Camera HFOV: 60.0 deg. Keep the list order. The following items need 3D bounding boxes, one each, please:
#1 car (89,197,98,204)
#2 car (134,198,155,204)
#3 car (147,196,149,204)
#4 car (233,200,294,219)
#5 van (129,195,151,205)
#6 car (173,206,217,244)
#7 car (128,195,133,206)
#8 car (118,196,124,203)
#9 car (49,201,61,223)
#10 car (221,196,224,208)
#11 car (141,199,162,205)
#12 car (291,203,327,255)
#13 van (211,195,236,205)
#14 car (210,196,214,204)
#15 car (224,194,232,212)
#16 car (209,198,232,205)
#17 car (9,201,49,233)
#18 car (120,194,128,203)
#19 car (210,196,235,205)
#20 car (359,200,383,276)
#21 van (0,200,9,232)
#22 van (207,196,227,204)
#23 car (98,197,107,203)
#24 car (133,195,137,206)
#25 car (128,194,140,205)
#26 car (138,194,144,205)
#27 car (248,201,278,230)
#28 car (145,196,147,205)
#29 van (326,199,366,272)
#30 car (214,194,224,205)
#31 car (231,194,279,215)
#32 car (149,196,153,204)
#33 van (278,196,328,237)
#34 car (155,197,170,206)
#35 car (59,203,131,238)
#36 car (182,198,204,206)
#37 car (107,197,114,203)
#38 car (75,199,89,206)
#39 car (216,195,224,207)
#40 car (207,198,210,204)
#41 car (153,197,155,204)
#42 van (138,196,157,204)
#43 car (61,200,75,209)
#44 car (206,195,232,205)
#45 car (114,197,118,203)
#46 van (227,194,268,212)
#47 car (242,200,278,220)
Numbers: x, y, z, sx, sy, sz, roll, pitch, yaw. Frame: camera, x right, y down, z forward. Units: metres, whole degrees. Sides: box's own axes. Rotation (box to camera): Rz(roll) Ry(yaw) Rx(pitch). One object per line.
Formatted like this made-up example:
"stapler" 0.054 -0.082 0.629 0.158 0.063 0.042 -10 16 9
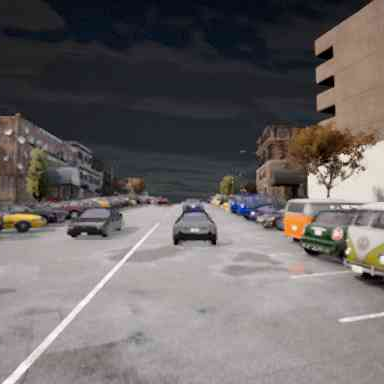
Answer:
"car" -11.385 1.511 30.225 4.892 1.521 2.231 -1 0 -20
"car" -11.463 2.240 80.103 4.674 1.452 2.002 0 -2 -20
"car" -11.481 1.698 65.442 4.553 1.767 2.185 0 -1 -20
"car" 6.401 1.527 29.730 4.892 1.521 2.231 1 0 -20
"van" -11.598 1.807 74.198 4.442 1.987 1.878 0 -1 -20
"car" 0.128 1.580 16.028 1.994 1.385 4.181 0 0 0
"car" -11.486 1.569 47.833 5.008 1.535 2.097 -1 0 -20
"car" -11.472 1.573 41.970 4.674 1.452 2.002 -1 0 -20
"car" -11.314 1.499 21.418 5.008 1.535 2.097 -1 0 -21
"car" 6.207 1.526 35.663 5.366 1.575 1.946 1 0 -20
"car" -11.521 2.857 94.657 5.366 1.575 1.946 0 -4 -19
"car" 6.168 1.384 11.670 4.553 1.767 2.185 1 0 -19
"van" 6.198 1.597 65.617 4.442 1.987 1.878 1 -1 -20
"car" 6.133 1.628 53.624 5.366 1.575 1.946 1 -1 -20
"car" 6.426 1.277 32.745 5.566 2.045 2.435 1 0 -20
"car" 6.357 2.066 74.645 4.792 1.488 2.163 1 -2 -20
"car" -11.099 1.490 18.548 5.366 1.575 1.946 -1 0 -21
"car" -11.453 1.423 44.903 4.553 1.767 2.185 -1 0 -20
"car" 6.280 1.764 68.646 4.553 1.767 2.185 1 -2 -20
"car" 6.060 1.253 5.664 5.566 2.045 2.435 1 0 -19
"van" -11.352 1.267 15.503 4.442 1.987 1.878 -1 0 -21
"van" 6.265 2.077 83.576 4.442 1.987 1.878 1 -2 -20
"car" -11.405 1.515 33.158 4.892 1.521 2.231 -1 0 -20
"car" -11.508 1.598 50.764 5.008 1.535 2.097 -1 -1 -20
"car" -11.682 1.629 53.637 5.366 1.575 1.946 -1 0 -20
"car" -11.542 1.420 56.621 5.566 2.045 2.435 -1 -1 -20
"car" 6.348 1.519 20.690 4.892 1.521 2.231 1 0 -19
"car" -11.507 1.769 62.501 4.892 1.521 2.231 -1 -1 -20
"van" 6.034 1.280 8.634 4.442 1.987 1.878 1 0 -19
"car" 6.359 1.306 44.726 5.566 2.045 2.435 1 -1 -20
"car" 6.423 1.272 26.726 5.566 2.045 2.435 1 0 -20
"car" -11.503 1.956 71.299 5.008 1.535 2.097 0 -2 -20
"van" 6.363 1.288 14.723 4.442 1.987 1.878 1 0 -19
"car" -5.129 1.848 60.383 1.895 1.301 4.718 0 -1 1
"car" -4.980 1.568 18.039 2.033 1.411 5.357 0 0 0
"car" 0.093 1.386 33.197 2.097 1.767 4.553 0 0 0
"car" -11.428 1.517 36.095 5.008 1.535 2.097 -1 0 -20
"car" -11.372 1.506 27.290 5.008 1.535 2.097 -1 0 -20
"car" 6.171 1.538 41.655 5.366 1.575 1.946 1 0 -20
"car" 6.128 1.763 62.597 5.366 1.575 1.946 1 -1 -20
"car" -11.477 2.153 77.166 4.674 1.452 2.002 0 -2 -20
"van" -11.536 2.181 85.924 4.442 1.987 1.878 0 -2 -20
"car" -11.308 1.532 24.363 4.792 1.488 2.163 -1 0 -20
"car" 6.324 1.867 77.615 5.566 2.045 2.435 1 -2 -20
"car" -11.424 1.398 39.037 4.553 1.767 2.185 -1 0 -20
"van" 6.473 1.311 38.768 4.442 1.987 1.878 1 0 -20
"car" 6.396 1.550 23.711 4.792 1.488 2.163 1 0 -19
